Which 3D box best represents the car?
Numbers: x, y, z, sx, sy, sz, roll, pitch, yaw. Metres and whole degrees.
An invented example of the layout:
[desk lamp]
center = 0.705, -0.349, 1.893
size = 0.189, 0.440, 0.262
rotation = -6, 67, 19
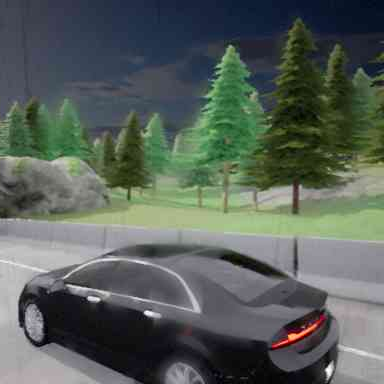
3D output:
[car]
center = -0.603, 1.492, 4.661
size = 4.892, 1.490, 1.837
rotation = -2, 0, 38
